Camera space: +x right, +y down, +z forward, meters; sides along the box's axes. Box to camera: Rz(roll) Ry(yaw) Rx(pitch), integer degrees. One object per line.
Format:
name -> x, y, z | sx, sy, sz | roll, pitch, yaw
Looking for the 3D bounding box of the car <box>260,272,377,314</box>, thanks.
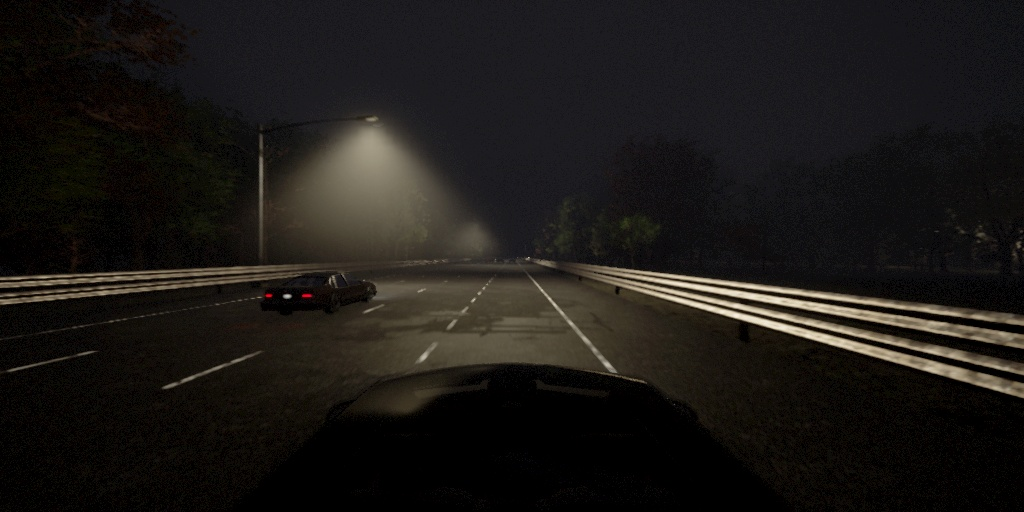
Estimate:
car -> -6.999, 1.309, 13.676 | 2.033, 1.411, 5.357 | 0, 0, 0
